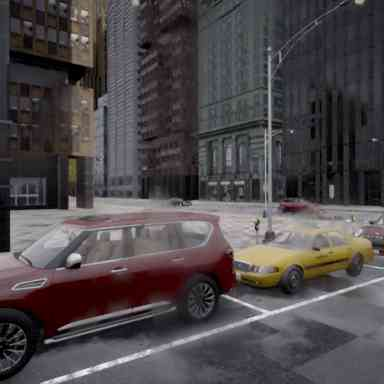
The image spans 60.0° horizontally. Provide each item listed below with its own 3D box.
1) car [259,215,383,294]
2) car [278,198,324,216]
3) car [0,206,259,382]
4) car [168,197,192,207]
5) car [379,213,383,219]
[{"bbox_3d":[2.933,1.523,8.746,4.829,1.417,1.752,0,0,-36],"label":"car"},{"bbox_3d":[11.056,1.408,33.812,2.097,1.767,4.553,0,0,-35],"label":"car"},{"bbox_3d":[-1.489,1.314,5.592,5.009,1.841,2.192,0,0,-36],"label":"car"},{"bbox_3d":[-1.890,1.628,52.031,1.837,1.490,4.892,0,0,-35],"label":"car"},{"bbox_3d":[7.632,1.436,12.098,4.097,1.590,1.967,0,0,-36],"label":"car"}]
